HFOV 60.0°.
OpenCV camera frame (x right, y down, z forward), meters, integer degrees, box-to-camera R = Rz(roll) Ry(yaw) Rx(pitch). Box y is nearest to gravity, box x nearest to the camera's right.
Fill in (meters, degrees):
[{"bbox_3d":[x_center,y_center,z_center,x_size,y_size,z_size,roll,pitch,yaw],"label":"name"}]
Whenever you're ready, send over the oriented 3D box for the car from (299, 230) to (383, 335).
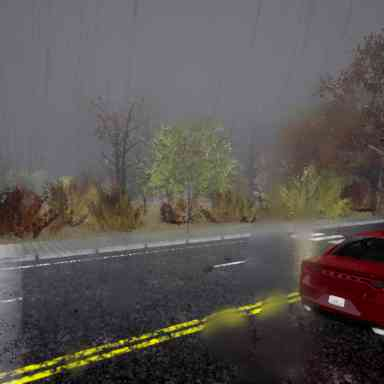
[{"bbox_3d":[4.180,1.480,6.415,5.008,1.535,1.882,0,0,-35],"label":"car"}]
